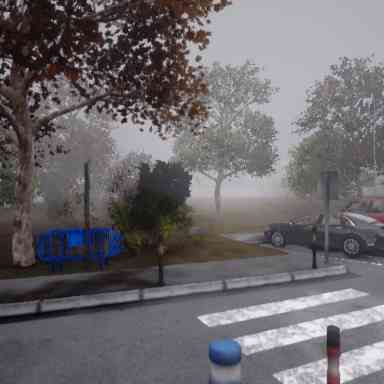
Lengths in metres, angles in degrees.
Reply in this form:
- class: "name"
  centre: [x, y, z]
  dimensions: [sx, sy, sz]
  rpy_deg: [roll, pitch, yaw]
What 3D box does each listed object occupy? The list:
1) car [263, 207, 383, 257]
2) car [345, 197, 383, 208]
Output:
- class: "car"
  centre: [5.133, 1.487, 13.032]
  dimensions: [2.231, 1.521, 4.892]
  rpy_deg: [0, -1, -45]
- class: "car"
  centre: [7.818, 1.235, 14.279]
  dimensions: [2.435, 2.045, 5.566]
  rpy_deg: [0, -1, -44]
